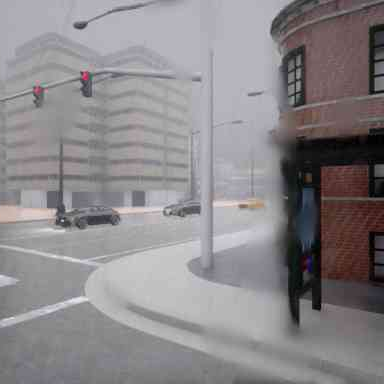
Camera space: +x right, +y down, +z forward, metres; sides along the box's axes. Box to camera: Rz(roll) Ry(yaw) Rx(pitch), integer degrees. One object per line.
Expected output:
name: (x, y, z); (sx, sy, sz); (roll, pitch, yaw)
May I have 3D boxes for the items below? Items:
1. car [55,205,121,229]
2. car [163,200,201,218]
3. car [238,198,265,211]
car: (-6.677, 1.564, 21.721); (1.994, 1.385, 4.181); (0, 0, 35)
car: (-0.650, 1.492, 30.234); (2.128, 1.511, 4.902); (0, 0, 35)
car: (7.534, 1.478, 41.768); (1.882, 1.535, 5.008); (0, 0, 36)
